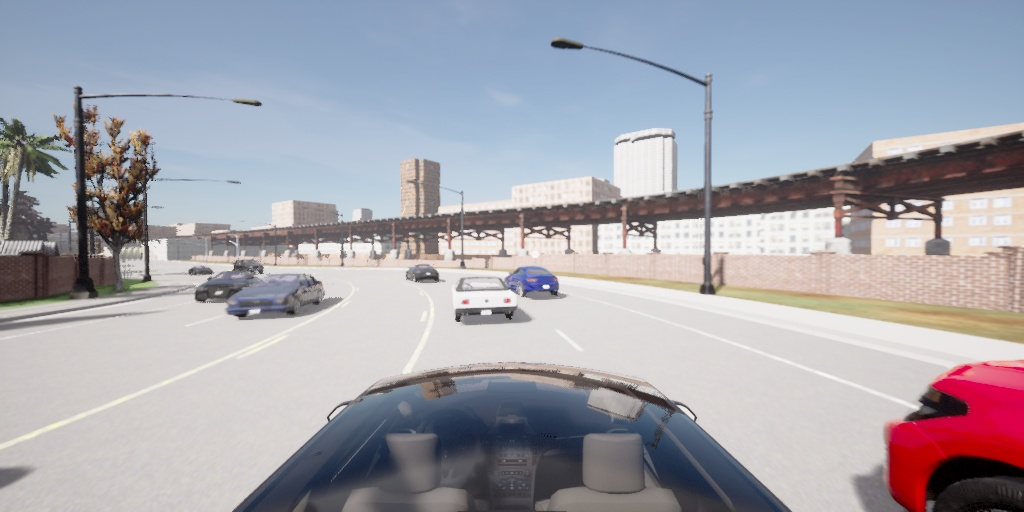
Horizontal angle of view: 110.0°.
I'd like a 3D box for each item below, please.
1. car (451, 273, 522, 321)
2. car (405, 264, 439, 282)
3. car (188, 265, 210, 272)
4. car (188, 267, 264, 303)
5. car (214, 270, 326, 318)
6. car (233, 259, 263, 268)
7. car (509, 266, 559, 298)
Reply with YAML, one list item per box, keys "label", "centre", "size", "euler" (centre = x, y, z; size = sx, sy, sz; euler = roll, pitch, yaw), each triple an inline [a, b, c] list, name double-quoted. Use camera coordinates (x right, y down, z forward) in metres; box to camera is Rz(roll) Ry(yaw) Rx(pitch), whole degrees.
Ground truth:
- label: "car"
  centre: [-1.160, 1.344, 12.558]
  size: [1.895, 1.301, 4.718]
  euler: [-1, 0, -11]
- label: "car"
  centre: [-7.370, 1.346, 29.176]
  size: [1.994, 1.385, 4.181]
  euler: [-1, 0, -28]
- label: "car"
  centre: [-42.022, 1.954, 48.374]
  size: [4.181, 1.385, 1.994]
  euler: [-1, 1, 37]
- label: "car"
  centre: [-13.788, 1.460, 17.817]
  size: [1.994, 1.385, 4.181]
  euler: [-1, 0, -22]
- label: "car"
  centre: [-8.769, 1.373, 13.900]
  size: [2.033, 1.411, 5.357]
  euler: [-1, 0, -14]
- label: "car"
  centre: [-34.913, 1.455, 47.452]
  size: [5.566, 2.045, 2.150]
  euler: [-1, 1, 37]
- label: "car"
  centre: [0.915, 1.232, 18.430]
  size: [1.812, 1.442, 4.674]
  euler: [-1, 0, -16]
